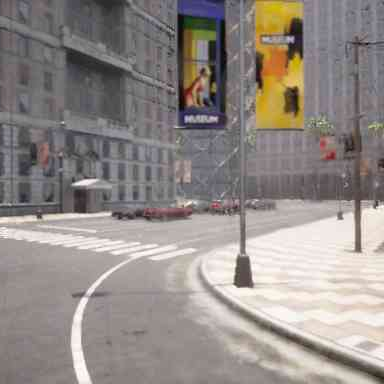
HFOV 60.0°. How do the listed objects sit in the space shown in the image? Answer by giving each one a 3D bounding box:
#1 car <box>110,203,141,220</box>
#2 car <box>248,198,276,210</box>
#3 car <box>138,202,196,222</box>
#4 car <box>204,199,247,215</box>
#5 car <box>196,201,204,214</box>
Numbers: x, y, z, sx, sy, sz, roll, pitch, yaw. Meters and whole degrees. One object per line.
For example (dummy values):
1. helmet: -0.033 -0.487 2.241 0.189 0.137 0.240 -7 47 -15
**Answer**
1. car: -4.855 1.710 30.378 2.033 1.411 5.357 -1 0 35
2. car: 9.765 1.641 44.798 1.837 1.490 4.892 -1 0 36
3. car: -2.031 1.737 28.307 1.895 1.301 4.718 -1 0 35
4. car: 3.781 1.614 36.497 1.882 1.535 5.008 -1 0 36
5. car: 0.932 1.727 38.528 1.994 1.385 4.181 -1 0 36
